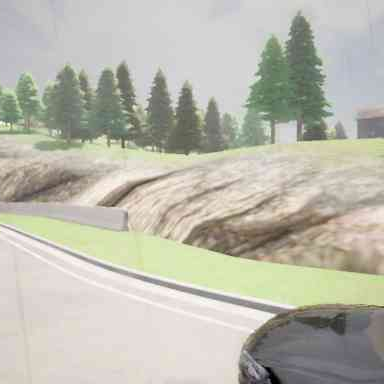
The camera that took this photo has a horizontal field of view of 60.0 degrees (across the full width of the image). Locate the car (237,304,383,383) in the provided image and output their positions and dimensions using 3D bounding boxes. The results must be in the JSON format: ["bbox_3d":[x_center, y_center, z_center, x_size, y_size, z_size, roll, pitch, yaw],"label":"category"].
[{"bbox_3d":[2.643,1.492,2.172,4.902,1.511,2.128,0,0,36],"label":"car"}]
